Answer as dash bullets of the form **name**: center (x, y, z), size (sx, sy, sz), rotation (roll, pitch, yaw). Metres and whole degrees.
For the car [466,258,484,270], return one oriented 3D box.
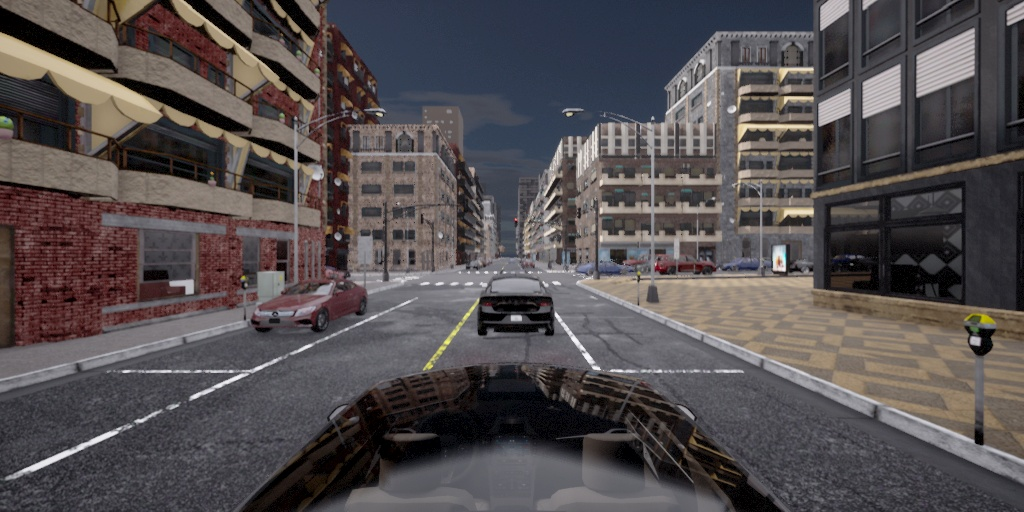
- **car**: center (-5.708, 1.328, 52.787), size (1.948, 1.339, 4.313), rotation (0, 0, 0)

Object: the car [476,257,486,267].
- **car**: center (-5.710, 1.290, 58.300), size (1.751, 1.417, 4.829), rotation (0, 0, 0)

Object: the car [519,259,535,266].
- **car**: center (2.670, 1.205, 58.474), size (1.967, 1.591, 4.097), rotation (0, 0, 0)

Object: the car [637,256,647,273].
- **car**: center (14.433, 1.019, 36.538), size (4.181, 1.385, 1.994), rotation (-1, 0, -1)

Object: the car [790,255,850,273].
- **car**: center (25.793, 0.821, 30.851), size (4.313, 1.339, 1.948), rotation (0, 0, -1)

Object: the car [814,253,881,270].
- **car**: center (34.264, 0.561, 36.706), size (5.008, 1.535, 1.882), rotation (-1, 0, 0)

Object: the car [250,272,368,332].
- **car**: center (-5.744, 1.331, 10.764), size (1.802, 1.307, 4.207), rotation (0, 0, 0)

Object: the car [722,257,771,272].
- **car**: center (23.828, 0.827, 36.623), size (5.357, 1.411, 2.033), rotation (-1, 0, -1)

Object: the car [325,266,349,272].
- **car**: center (-17.187, 1.609, 33.047), size (4.181, 1.385, 1.994), rotation (-1, 0, -1)

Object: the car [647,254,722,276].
- **car**: center (14.700, 0.777, 30.750), size (5.009, 1.841, 2.192), rotation (0, 0, -1)

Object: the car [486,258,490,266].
- **car**: center (-5.712, 1.083, 64.152), size (2.192, 1.841, 5.009), rotation (0, 0, 0)

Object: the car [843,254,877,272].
- **car**: center (31.340, 0.716, 30.901), size (4.313, 1.339, 1.948), rotation (0, 0, -1)

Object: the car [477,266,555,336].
- **car**: center (0.096, 1.227, 10.425), size (1.882, 1.535, 5.008), rotation (0, 0, 0)

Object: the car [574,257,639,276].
- **car**: center (8.527, 1.119, 33.284), size (5.357, 1.411, 2.033), rotation (-1, 0, -1)
